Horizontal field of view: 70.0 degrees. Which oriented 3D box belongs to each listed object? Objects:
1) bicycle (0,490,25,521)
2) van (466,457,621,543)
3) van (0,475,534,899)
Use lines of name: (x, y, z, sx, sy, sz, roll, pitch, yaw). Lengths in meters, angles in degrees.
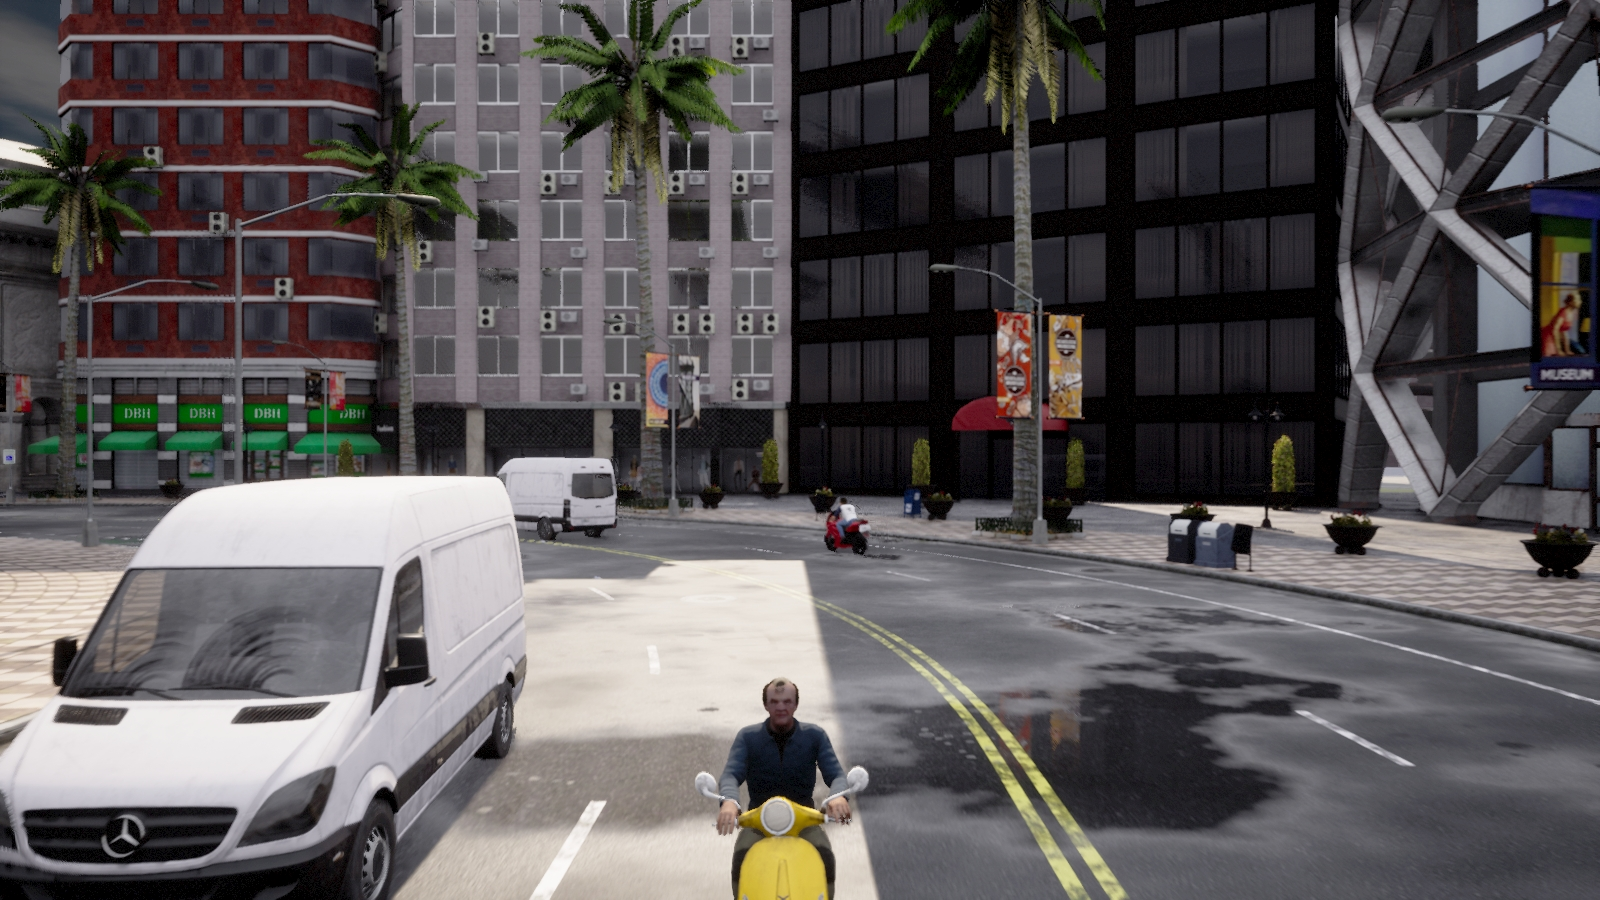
bicycle: (-31.741, 2.208, 45.853, 1.643, 1.196, 0.373, 0, 1, 30)
van: (-8.427, 1.535, 37.143, 5.915, 2.561, 1.988, 0, -1, 44)
van: (-3.585, 1.535, 8.707, 1.988, 2.561, 5.915, 0, 0, -3)
